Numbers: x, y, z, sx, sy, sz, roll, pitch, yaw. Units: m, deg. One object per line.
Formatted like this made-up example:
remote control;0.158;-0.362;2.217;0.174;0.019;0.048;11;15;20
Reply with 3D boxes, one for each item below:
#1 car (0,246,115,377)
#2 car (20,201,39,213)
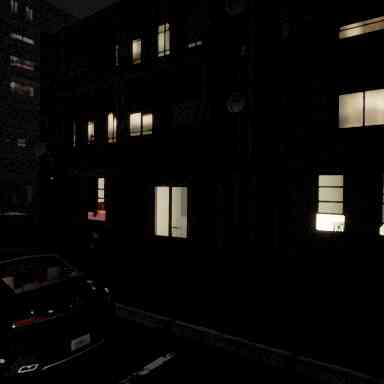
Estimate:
car;-3.103;1.549;5.230;4.403;1.369;2.008;0;1;36
car;-17.898;1.725;39.160;1.994;1.385;4.181;1;0;37
